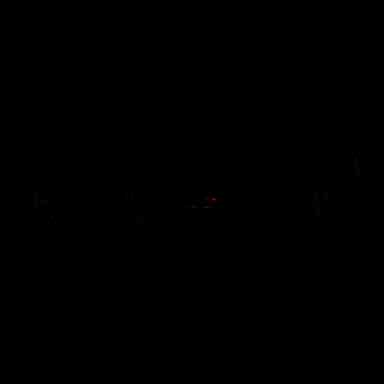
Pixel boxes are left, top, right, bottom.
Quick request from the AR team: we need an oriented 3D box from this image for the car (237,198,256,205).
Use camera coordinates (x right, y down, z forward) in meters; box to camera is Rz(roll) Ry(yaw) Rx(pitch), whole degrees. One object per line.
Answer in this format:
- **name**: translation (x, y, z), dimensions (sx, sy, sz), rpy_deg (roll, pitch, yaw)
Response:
- **car**: translation (10.652, 1.832, 64.887), dimensions (2.033, 1.411, 5.357), rpy_deg (0, -1, 36)

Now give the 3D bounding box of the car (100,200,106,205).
- **car**: translation (-12.408, 1.424, 39.033), dimensions (1.837, 1.490, 4.892), rpy_deg (0, -1, 36)

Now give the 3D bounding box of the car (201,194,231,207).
- **car**: translation (4.459, 1.387, 56.198), dimensions (2.150, 2.045, 5.566), rpy_deg (0, -1, 38)

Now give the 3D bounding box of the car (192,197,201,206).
- **car**: translation (1.881, 1.680, 58.768), dimensions (2.128, 1.511, 4.902), rpy_deg (0, -1, 36)
